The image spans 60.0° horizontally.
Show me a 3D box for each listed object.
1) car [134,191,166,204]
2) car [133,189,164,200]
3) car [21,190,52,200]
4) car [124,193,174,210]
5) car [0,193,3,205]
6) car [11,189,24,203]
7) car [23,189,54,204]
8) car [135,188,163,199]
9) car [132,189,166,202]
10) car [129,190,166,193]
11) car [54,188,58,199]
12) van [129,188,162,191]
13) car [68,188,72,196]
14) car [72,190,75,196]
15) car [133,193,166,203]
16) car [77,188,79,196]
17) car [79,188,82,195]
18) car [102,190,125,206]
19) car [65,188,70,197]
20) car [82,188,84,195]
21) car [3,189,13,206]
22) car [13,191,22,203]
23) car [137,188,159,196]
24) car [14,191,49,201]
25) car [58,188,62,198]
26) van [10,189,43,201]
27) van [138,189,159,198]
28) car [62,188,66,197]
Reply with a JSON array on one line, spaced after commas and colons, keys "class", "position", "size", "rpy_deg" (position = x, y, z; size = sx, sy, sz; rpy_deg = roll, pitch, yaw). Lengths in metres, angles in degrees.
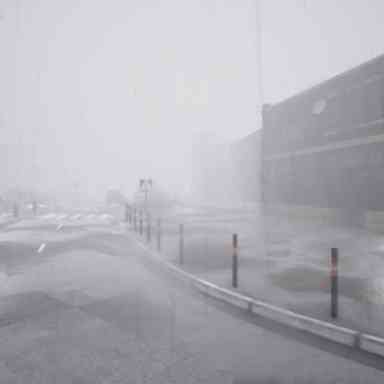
[{"class": "car", "position": [-6.034, 0.819, 47.741], "size": [4.553, 1.767, 2.185], "rpy_deg": [0, 1, -8]}, {"class": "car", "position": [-7.984, 0.436, 61.621], "size": [5.566, 2.045, 2.435], "rpy_deg": [0, 1, -8]}, {"class": "car", "position": [-28.194, 0.522, 60.491], "size": [4.553, 1.767, 2.185], "rpy_deg": [0, 1, -8]}, {"class": "car", "position": [-4.235, 1.181, 34.082], "size": [4.792, 1.488, 2.163], "rpy_deg": [0, 1, -8]}, {"class": "car", "position": [-25.168, 1.069, 38.643], "size": [4.674, 1.452, 2.002], "rpy_deg": [0, 1, -8]}, {"class": "car", "position": [-26.695, 0.591, 49.564], "size": [5.566, 2.045, 2.435], "rpy_deg": [0, 1, -8]}, {"class": "car", "position": [-21.699, 0.768, 47.342], "size": [2.097, 1.767, 4.553], "rpy_deg": [0, 1, -7]}, {"class": "car", "position": [-9.036, 0.293, 69.764], "size": [5.566, 2.045, 2.435], "rpy_deg": [0, 1, -8]}, {"class": "car", "position": [-7.160, 0.540, 55.997], "size": [5.566, 2.045, 2.435], "rpy_deg": [0, 1, -8]}, {"class": "car", "position": [-4.908, 0.957, 39.474], "size": [4.553, 1.767, 2.185], "rpy_deg": [0, 1, -8]}, {"class": "car", "position": [-28.568, 0.475, 63.222], "size": [4.553, 1.767, 2.185], "rpy_deg": [0, 1, -8]}, {"class": "van", "position": [-5.447, 0.814, 42.333], "size": [4.442, 1.987, 1.878], "rpy_deg": [0, 1, -8]}, {"class": "car", "position": [-30.028, 0.426, 74.155], "size": [4.892, 1.521, 2.231], "rpy_deg": [0, 1, -8]}, {"class": "car", "position": [-30.402, 0.384, 76.885], "size": [4.892, 1.521, 2.231], "rpy_deg": [0, 1, -8]}, {"class": "car", "position": [-6.462, 0.891, 50.615], "size": [5.008, 1.535, 2.097], "rpy_deg": [0, 1, -8]}, {"class": "car", "position": [-31.154, 0.343, 82.348], "size": [4.674, 1.452, 2.002], "rpy_deg": [0, 1, -8]}, {"class": "car", "position": [-31.714, 0.262, 85.054], "size": [5.366, 1.575, 1.946], "rpy_deg": [0, 1, -8]}, {"class": "car", "position": [-10.340, 0.723, 44.979], "size": [2.150, 2.045, 5.566], "rpy_deg": [0, 1, -8]}, {"class": "car", "position": [-29.654, 0.468, 71.424], "size": [4.892, 1.521, 2.231], "rpy_deg": [0, 1, -8]}, {"class": "car", "position": [-31.898, 0.229, 87.810], "size": [4.892, 1.521, 2.231], "rpy_deg": [0, 1, -8]}, {"class": "car", "position": [-25.513, 0.860, 41.376], "size": [4.553, 1.767, 2.185], "rpy_deg": [0, 1, -8]}, {"class": "car", "position": [-25.925, 0.942, 44.109], "size": [4.892, 1.521, 2.231], "rpy_deg": [0, 1, -8]}, {"class": "car", "position": [-11.342, 0.033, 86.278], "size": [5.566, 2.045, 2.435], "rpy_deg": [0, 1, -8]}, {"class": "car", "position": [-27.795, 0.695, 57.766], "size": [5.008, 1.535, 2.097], "rpy_deg": [0, 1, -8]}, {"class": "car", "position": [-28.881, 0.429, 65.963], "size": [4.553, 1.767, 2.185], "rpy_deg": [0, 1, -8]}, {"class": "van", "position": [-27.299, 0.518, 55.047], "size": [4.442, 1.987, 1.878], "rpy_deg": [0, 1, -8]}, {"class": "van", "position": [-9.555, 0.272, 72.500], "size": [4.442, 1.987, 1.878], "rpy_deg": [0, 1, -8]}, {"class": "car", "position": [-29.280, 0.512, 68.692], "size": [4.892, 1.521, 2.231], "rpy_deg": [0, 1, -8]}]
